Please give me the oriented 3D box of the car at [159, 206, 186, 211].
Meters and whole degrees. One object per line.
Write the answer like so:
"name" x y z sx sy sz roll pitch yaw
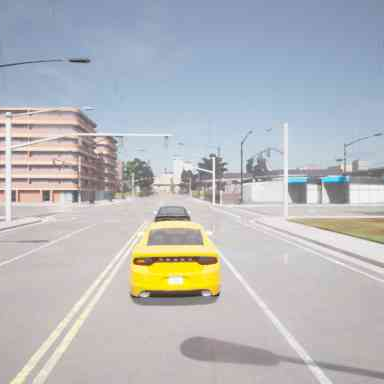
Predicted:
"car" -1.068 1.478 18.154 1.882 1.535 5.008 0 0 -4

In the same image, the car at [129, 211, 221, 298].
"car" -0.437 1.478 8.594 1.882 1.535 5.008 0 0 -3
